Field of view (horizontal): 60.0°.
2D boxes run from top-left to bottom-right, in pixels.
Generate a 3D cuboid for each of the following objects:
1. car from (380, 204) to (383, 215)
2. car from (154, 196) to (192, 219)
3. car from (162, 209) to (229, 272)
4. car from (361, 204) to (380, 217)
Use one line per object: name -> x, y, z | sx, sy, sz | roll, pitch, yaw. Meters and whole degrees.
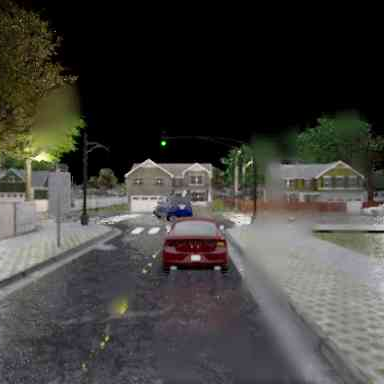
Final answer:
car -> 22.007, 1.781, 33.442 | 4.553, 1.767, 2.097 | 0, -1, 1
car -> -1.697, 1.421, 29.242 | 2.150, 2.045, 5.566 | 2, -2, -19
car -> 0.102, 1.569, 11.136 | 1.882, 1.535, 5.008 | 0, 0, 0
car -> 21.226, 2.017, 36.706 | 4.674, 1.442, 1.812 | 0, -1, 1
